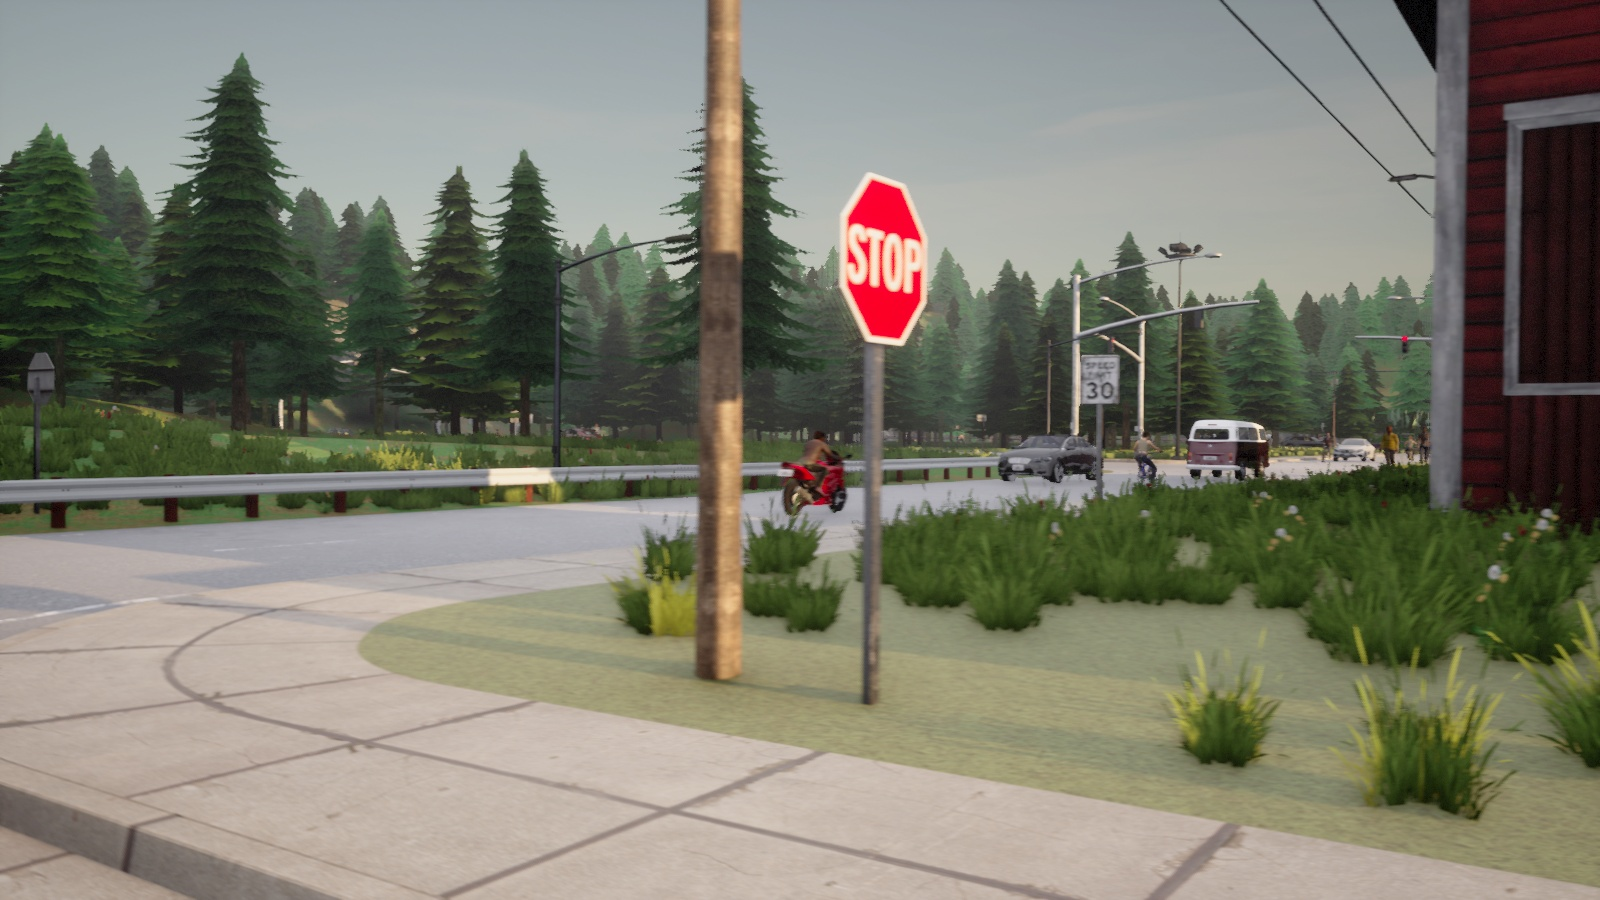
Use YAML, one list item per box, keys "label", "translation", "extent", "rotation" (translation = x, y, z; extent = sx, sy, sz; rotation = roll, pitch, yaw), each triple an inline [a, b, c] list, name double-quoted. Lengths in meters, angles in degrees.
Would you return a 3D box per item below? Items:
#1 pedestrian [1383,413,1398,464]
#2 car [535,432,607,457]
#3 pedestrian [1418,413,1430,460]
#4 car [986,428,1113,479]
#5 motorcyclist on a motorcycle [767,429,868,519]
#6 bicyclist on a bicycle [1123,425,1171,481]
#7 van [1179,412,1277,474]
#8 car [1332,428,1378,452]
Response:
- label: "pedestrian"
  translation: [21.451, -0.432, 45.620]
  extent: [0.370, 1.835, 0.726]
  rotation: [0, 1, 36]
- label: "car"
  translation: [-15.658, -0.410, 85.720]
  extent: [4.856, 1.649, 2.033]
  rotation: [0, 1, 36]
- label: "pedestrian"
  translation: [24.679, -0.536, 49.639]
  extent: [0.328, 1.805, 0.869]
  rotation: [0, 1, 33]
- label: "car"
  translation: [7.950, 0.071, 39.612]
  extent: [2.128, 1.511, 4.902]
  rotation: [0, 1, 35]
- label: "motorcyclist on a motorcycle"
  translation: [0.336, 0.401, 22.425]
  extent: [0.797, 1.523, 2.044]
  rotation: [0, 1, 35]
- label: "bicyclist on a bicycle"
  translation: [10.131, 0.073, 36.627]
  extent: [0.866, 1.612, 1.509]
  rotation: [0, 1, 35]
- label: "van"
  translation: [14.880, -0.277, 43.498]
  extent: [2.069, 2.038, 4.480]
  rotation: [0, 1, 35]
- label: "car"
  translation: [34.594, -0.628, 78.228]
  extent: [1.812, 1.442, 4.674]
  rotation: [0, 1, 35]
